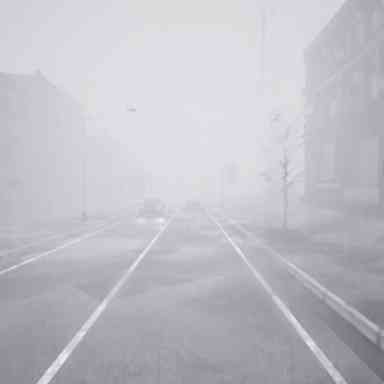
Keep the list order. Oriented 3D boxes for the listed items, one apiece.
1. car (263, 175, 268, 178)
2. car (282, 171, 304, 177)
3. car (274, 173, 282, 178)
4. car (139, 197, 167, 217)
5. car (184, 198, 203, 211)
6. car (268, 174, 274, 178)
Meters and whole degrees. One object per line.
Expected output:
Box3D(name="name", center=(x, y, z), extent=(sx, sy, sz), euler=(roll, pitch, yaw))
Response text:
Box3D(name="car", center=(21.994, -4.168, 92.363), extent=(2.231, 1.521, 4.892), euler=(0, 1, -1))
Box3D(name="car", center=(23.024, -3.958, 75.778), extent=(2.185, 1.767, 4.553), euler=(0, 1, -5))
Box3D(name="car", center=(22.564, -3.946, 81.284), extent=(2.097, 1.535, 5.008), euler=(0, 1, -4))
Box3D(name="car", center=(-3.459, 1.275, 29.873), extent=(2.097, 1.767, 4.553), euler=(0, 0, 0))
Box3D(name="car", center=(0.140, 1.430, 38.486), extent=(1.812, 1.442, 4.674), euler=(0, 0, 0))
Box3D(name="car", center=(22.220, -4.020, 86.822), extent=(2.002, 1.452, 4.674), euler=(0, 1, -2))
